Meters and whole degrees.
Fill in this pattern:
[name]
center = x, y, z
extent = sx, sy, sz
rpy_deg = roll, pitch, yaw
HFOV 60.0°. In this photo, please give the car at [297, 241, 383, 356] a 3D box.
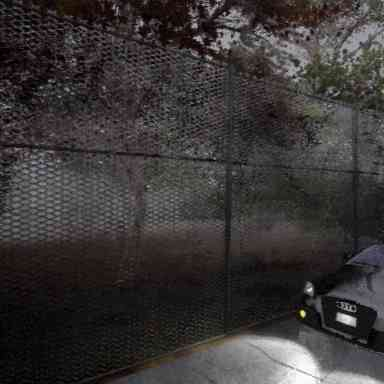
[car]
center = 3.744, 1.577, 5.728
extent = 4.181, 1.385, 1.994
rpy_deg = 0, 0, -35
